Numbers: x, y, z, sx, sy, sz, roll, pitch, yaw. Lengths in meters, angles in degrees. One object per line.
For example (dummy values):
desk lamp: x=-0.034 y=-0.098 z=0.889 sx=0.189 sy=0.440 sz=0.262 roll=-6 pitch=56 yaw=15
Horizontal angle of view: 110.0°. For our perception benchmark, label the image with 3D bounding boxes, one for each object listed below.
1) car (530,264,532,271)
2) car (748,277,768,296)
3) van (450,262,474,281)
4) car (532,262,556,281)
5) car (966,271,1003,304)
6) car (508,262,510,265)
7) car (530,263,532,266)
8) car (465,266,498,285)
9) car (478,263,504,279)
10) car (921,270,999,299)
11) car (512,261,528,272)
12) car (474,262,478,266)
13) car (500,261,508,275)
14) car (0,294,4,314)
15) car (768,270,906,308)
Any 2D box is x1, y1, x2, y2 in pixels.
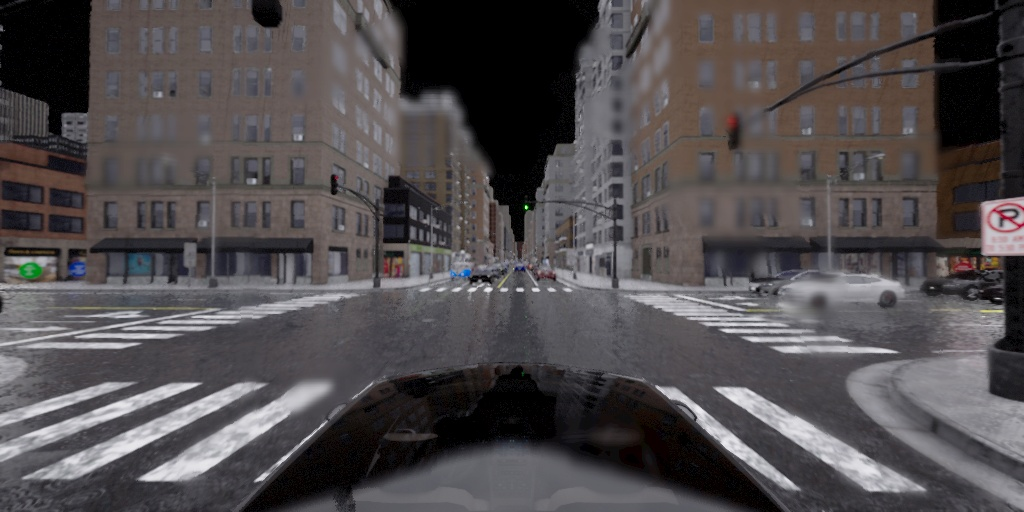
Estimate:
car: x=3.482 y=1.856 z=41.654 sx=1.948 sy=1.339 sz=4.313 roll=0 pitch=0 yaw=1
car: x=15.388 y=1.484 z=19.191 sx=4.902 sy=1.511 sz=2.128 roll=0 pitch=-1 yaw=1
van: x=-5.166 y=1.555 z=36.317 sx=1.690 sy=1.789 sz=3.998 roll=0 pitch=0 yaw=1
car: x=3.358 y=1.653 z=36.131 sx=1.967 sy=1.591 sz=4.097 roll=0 pitch=0 yaw=1
car: x=24.138 y=1.510 z=15.792 sx=5.357 sy=1.411 sz=2.033 roll=0 pitch=-1 yaw=1
car: x=-1.844 y=1.893 z=59.752 sx=2.097 sy=1.767 sz=4.553 roll=0 pitch=-1 yaw=2
car: x=3.606 y=1.949 z=47.177 sx=1.802 sy=1.307 sz=4.207 roll=0 pitch=0 yaw=1
car: x=-2.539 y=1.742 z=31.037 sx=1.895 sy=1.301 sz=4.718 roll=0 pitch=-1 yaw=1
car: x=-2.314 y=1.832 z=40.123 sx=1.994 sy=1.385 sz=4.181 roll=0 pitch=-1 yaw=2
car: x=24.807 y=1.510 z=19.031 sx=4.892 sy=1.490 sz=1.837 roll=0 pitch=-1 yaw=1
car: x=1.405 y=2.073 z=63.615 sx=1.882 sy=1.535 sz=5.008 roll=0 pitch=-1 yaw=1
car: x=-5.042 y=1.606 z=41.838 sx=2.192 sy=1.841 sz=5.009 roll=0 pitch=0 yaw=1
car: x=-2.102 y=1.754 z=49.766 sx=2.097 sy=1.767 sz=4.553 roll=0 pitch=-1 yaw=2
car: x=-17.816 y=1.058 z=9.791 sx=5.566 sy=2.045 sz=2.150 roll=0 pitch=-1 yaw=-1
car: x=14.548 y=1.476 z=15.954 sx=4.674 sy=1.442 sz=1.812 roll=0 pitch=-1 yaw=3
